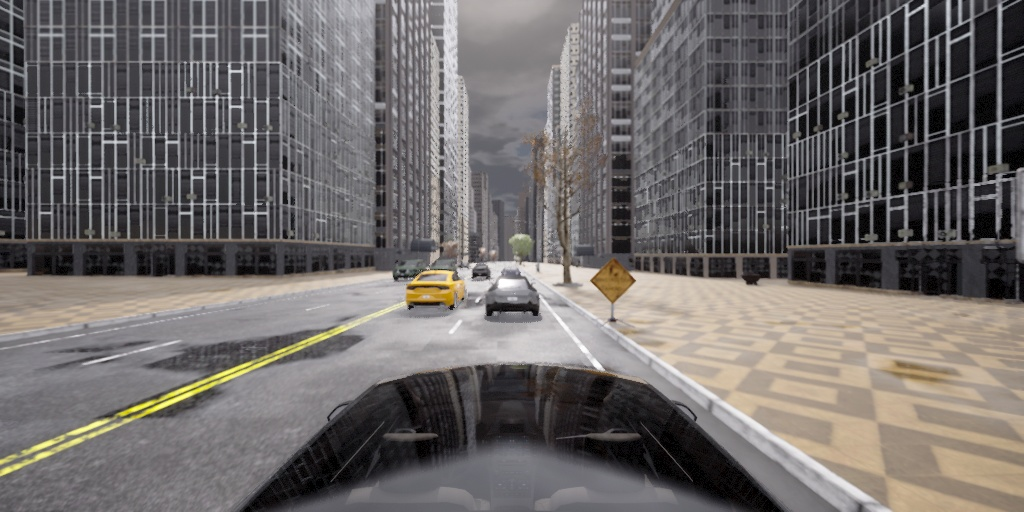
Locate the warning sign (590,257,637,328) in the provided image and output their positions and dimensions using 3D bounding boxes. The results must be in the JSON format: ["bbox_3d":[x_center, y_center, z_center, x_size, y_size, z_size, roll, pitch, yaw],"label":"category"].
[{"bbox_3d":[2.809,0.967,10.057,1.300,1.860,1.060,0,0,0],"label":"warning sign"}]

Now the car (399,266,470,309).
[{"bbox_3d":[-3.237,1.403,15.992,1.882,1.535,5.008,0,0,0],"label":"car"}]

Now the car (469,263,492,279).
[{"bbox_3d":[-3.367,1.725,39.847,1.837,1.490,4.892,0,0,0],"label":"car"}]

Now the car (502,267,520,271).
[{"bbox_3d":[-0.107,1.798,38.120,1.895,1.301,4.718,0,-1,0],"label":"car"}]

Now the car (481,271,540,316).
[{"bbox_3d":[0.017,1.469,14.321,1.994,1.385,4.181,0,-1,0],"label":"car"}]

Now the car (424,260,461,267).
[{"bbox_3d":[-6.790,1.389,35.624,2.150,2.045,5.566,0,-1,0],"label":"car"}]

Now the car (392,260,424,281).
[{"bbox_3d":[-10.041,1.389,35.595,2.150,2.045,5.566,0,-1,0],"label":"car"}]
